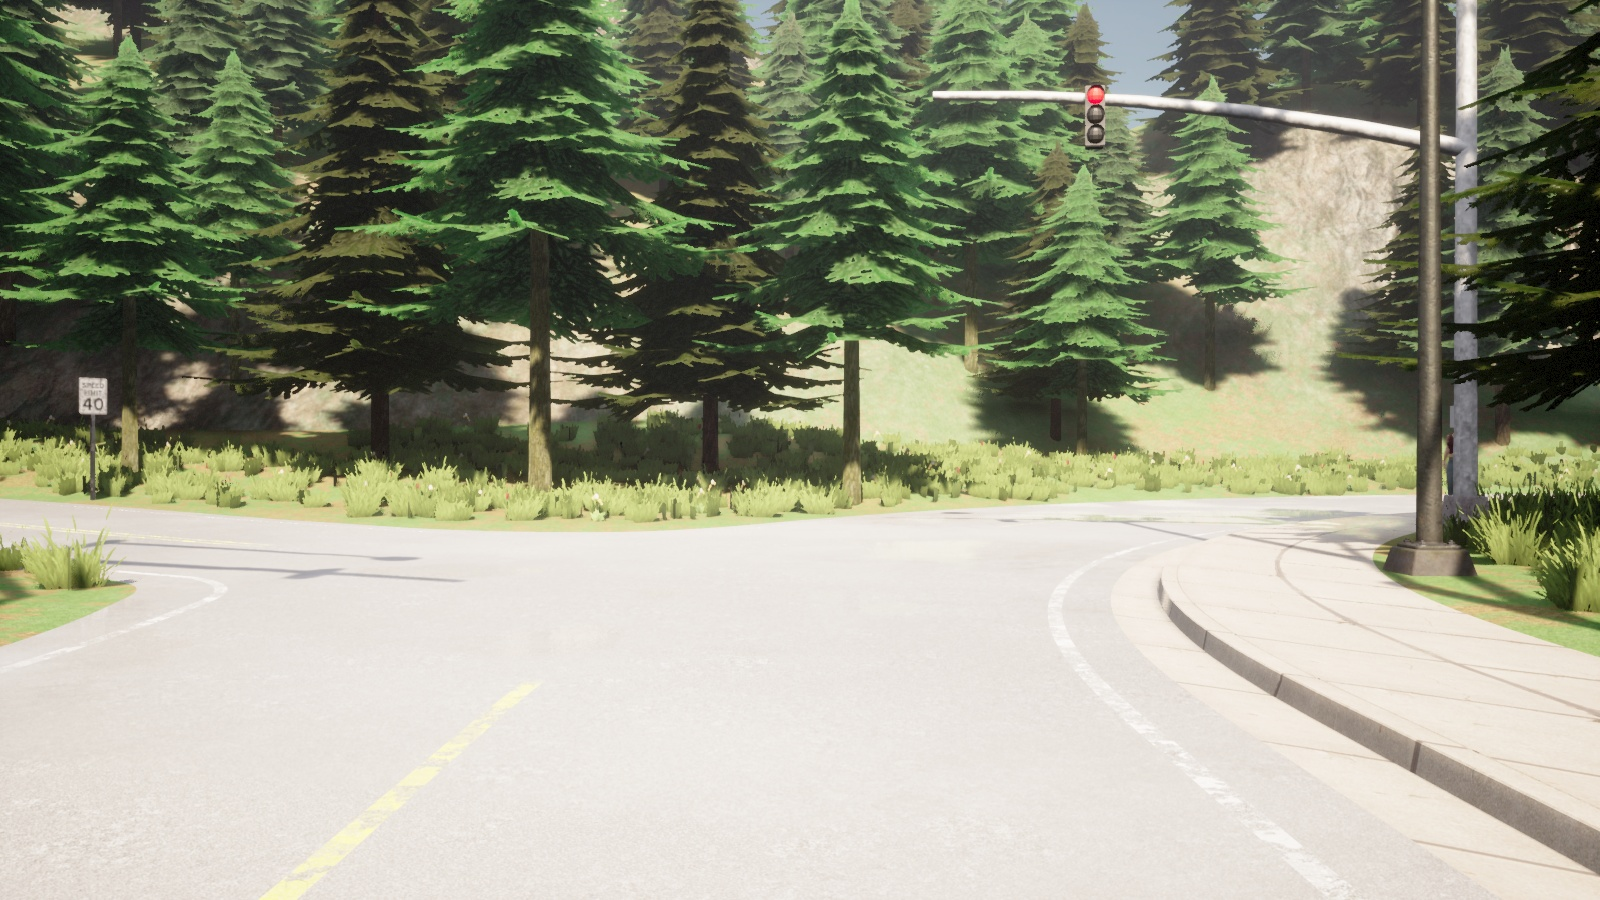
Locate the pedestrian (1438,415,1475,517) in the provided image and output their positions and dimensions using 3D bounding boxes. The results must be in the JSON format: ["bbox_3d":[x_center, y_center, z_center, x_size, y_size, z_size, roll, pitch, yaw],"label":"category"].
[{"bbox_3d":[11.976,0.289,22.906,0.594,1.836,0.345,0,0,-34],"label":"pedestrian"}]
